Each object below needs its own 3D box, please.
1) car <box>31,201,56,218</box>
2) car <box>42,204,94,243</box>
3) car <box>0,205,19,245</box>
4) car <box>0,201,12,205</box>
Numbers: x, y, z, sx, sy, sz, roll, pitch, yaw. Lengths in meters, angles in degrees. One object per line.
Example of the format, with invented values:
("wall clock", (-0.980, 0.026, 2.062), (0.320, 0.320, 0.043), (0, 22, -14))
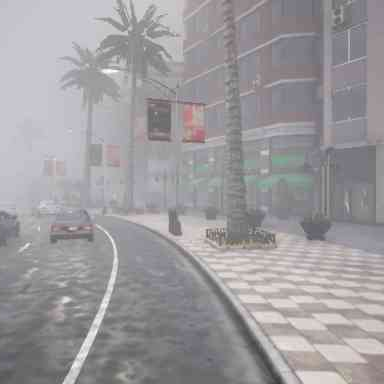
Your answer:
("car", (-13.409, 1.521, 30.581), (1.812, 1.442, 4.674), (0, 0, -34))
("car", (-5.764, 1.559, 16.104), (2.033, 1.411, 5.357), (0, 0, -19))
("car", (-9.076, 1.525, 14.973), (1.812, 1.442, 4.674), (0, 0, -19))
("car", (-16.293, 1.518, 28.599), (1.812, 1.442, 4.674), (0, 0, -34))
